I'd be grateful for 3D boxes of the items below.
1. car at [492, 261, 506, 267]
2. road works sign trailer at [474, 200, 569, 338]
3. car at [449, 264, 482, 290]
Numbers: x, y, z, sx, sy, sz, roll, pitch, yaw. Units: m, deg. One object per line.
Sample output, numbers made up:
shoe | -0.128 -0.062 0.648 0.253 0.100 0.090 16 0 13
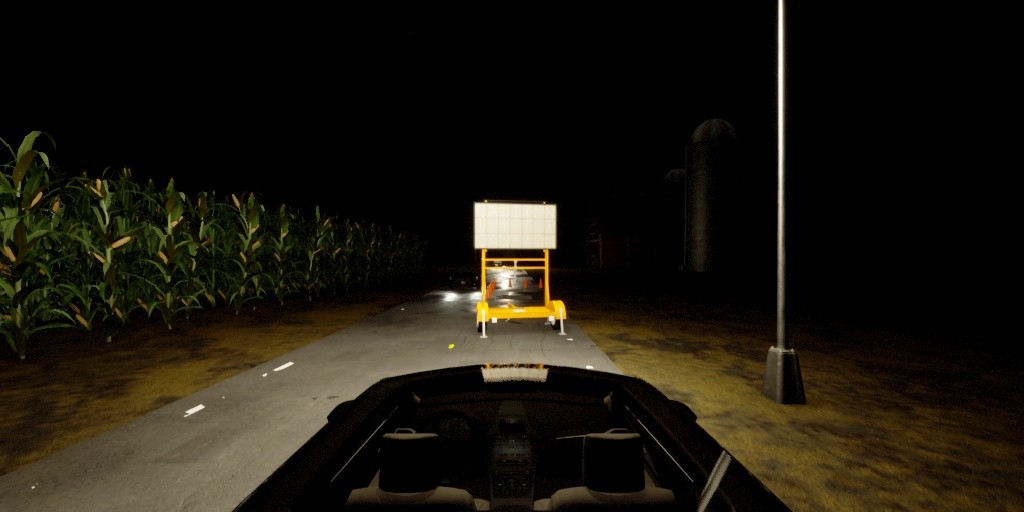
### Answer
car | -2.690 1.534 65.256 2.128 1.511 4.902 0 0 1
road works sign trailer | 0.076 0.219 10.317 2.380 3.560 2.880 0 0 -9
car | -2.807 1.264 23.116 1.882 1.535 5.008 0 0 0
